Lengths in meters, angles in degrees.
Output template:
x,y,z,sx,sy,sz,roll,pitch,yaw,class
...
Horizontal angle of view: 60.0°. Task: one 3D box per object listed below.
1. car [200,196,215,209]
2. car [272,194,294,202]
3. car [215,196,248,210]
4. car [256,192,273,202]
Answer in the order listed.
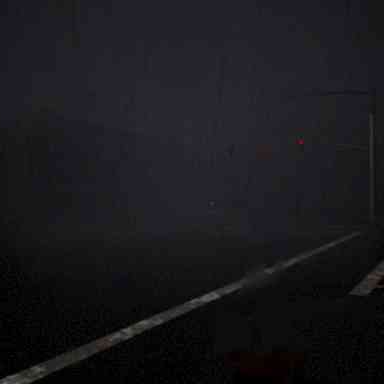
x,y,z,sx,sy,sz,roll,pitch,yaw,class
3.023,1.313,44.607,2.097,1.767,4.553,-1,1,35,car
15.910,1.043,56.849,1.994,1.385,4.181,-1,0,35,car
5.375,1.437,41.864,2.128,1.511,4.902,-1,1,35,car
13.034,0.867,58.835,2.097,1.767,4.553,-1,1,35,car
